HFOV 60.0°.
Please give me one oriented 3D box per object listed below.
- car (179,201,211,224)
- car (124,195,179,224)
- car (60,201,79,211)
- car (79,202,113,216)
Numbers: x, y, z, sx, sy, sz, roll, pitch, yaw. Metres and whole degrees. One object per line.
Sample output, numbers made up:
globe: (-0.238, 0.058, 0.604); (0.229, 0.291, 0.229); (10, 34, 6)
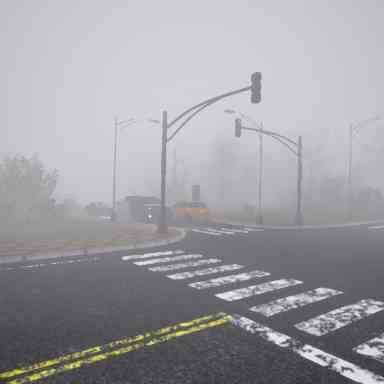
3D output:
car: (-0.530, 1.506, 26.563); (2.097, 1.767, 4.553); (2, -2, -37)
car: (-3.607, 1.300, 25.818); (2.150, 2.045, 5.566); (2, -2, -35)
car: (-15.528, 1.679, 42.351); (1.882, 1.535, 5.008); (2, -1, -34)
car: (-9.496, 1.699, 33.779); (1.994, 1.385, 4.181); (2, -2, -37)
